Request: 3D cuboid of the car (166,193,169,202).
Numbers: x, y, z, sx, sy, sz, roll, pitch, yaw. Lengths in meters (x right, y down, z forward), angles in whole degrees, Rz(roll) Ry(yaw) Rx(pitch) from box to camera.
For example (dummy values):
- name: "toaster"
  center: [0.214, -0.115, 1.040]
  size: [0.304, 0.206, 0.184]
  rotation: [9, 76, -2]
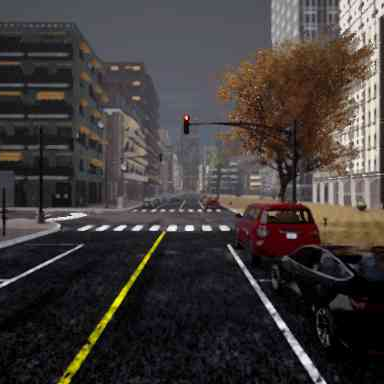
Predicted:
- name: "car"
  center: [-5.692, 1.188, 65.922]
  size: [1.967, 1.590, 4.097]
  rotation: [0, 0, 0]

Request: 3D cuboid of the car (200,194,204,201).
- name: "car"
  center: [2.688, 1.308, 55.027]
  size: [1.752, 1.417, 4.829]
  rotation: [0, 0, 0]

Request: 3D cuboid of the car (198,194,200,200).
- name: "car"
  center: [2.688, 1.313, 71.455]
  size: [1.802, 1.307, 4.206]
  rotation: [0, 0, 0]

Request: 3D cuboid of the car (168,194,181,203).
- name: "car"
  center: [-3.003, 1.360, 62.199]
  size: [1.895, 1.301, 4.718]
  rotation: [0, 0, 0]

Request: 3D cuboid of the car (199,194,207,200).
- name: "car"
  center: [2.687, 1.223, 82.691]
  size: [1.752, 1.417, 4.829]
  rotation: [0, 0, 0]

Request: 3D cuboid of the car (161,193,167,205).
- name: "car"
  center: [-5.692, 1.334, 54.858]
  size: [2.008, 1.369, 4.403]
  rotation: [0, 0, 0]

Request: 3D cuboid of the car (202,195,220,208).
- name: "car"
  center: [2.689, 1.365, 43.792]
  size: [1.887, 1.381, 4.507]
  rotation: [0, 0, 0]

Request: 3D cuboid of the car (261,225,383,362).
- name: "car"
  center: [2.692, 1.540, 5.881]
  size: [1.947, 1.339, 4.313]
  rotation: [0, 0, 0]

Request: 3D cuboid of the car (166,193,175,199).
- name: "car"
  center: [-5.694, 1.122, 88.053]
  size: [1.967, 1.590, 4.097]
  rotation: [0, 0, 0]

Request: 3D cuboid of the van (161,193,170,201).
- name: "van"
  center: [-5.692, 1.072, 71.455]
  size: [1.690, 1.788, 3.998]
  rotation: [0, 0, 0]

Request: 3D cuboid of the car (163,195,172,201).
- name: "car"
  center: [-5.693, 1.296, 76.987]
  size: [1.802, 1.307, 4.206]
  rotation: [0, 0, 0]

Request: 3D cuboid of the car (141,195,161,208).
- name: "car"
  center: [-5.691, 1.371, 43.792]
  size: [2.008, 1.369, 4.403]
  rotation: [0, 0, 0]

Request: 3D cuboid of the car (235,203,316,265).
- name: "car"
  center: [2.692, 1.265, 11.403]
  size: [2.192, 1.841, 5.009]
  rotation: [0, 0, 0]

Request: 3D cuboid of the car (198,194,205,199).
- name: "car"
  center: [2.686, 1.213, 93.586]
  size: [1.887, 1.381, 4.507]
  rotation: [0, 0, 0]
